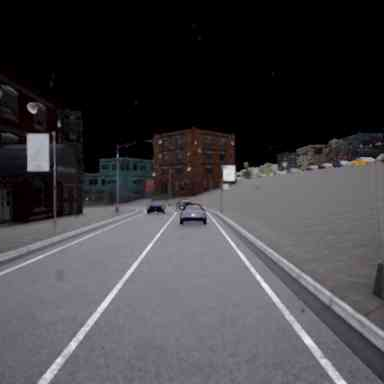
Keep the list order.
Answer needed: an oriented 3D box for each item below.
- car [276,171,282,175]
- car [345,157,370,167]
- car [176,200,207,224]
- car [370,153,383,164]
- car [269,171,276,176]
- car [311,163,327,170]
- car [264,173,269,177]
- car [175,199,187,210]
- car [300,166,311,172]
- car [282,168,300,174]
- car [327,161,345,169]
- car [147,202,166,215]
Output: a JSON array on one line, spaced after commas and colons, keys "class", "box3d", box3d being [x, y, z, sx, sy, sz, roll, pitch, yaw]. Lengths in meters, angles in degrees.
[{"class": "car", "box3d": [21.386, -4.167, 76.106, 2.002, 1.452, 4.674, 0, 1, -1]}, {"class": "car", "box3d": [22.452, -3.749, 43.079, 2.097, 1.535, 5.008, 0, 1, -4]}, {"class": "car", "box3d": [0.095, 1.582, 25.211, 1.994, 1.385, 4.181, 0, 0, 0]}, {"class": "car", "box3d": [22.920, -3.775, 37.573, 2.185, 1.767, 4.553, 0, 1, -5]}, {"class": "car", "box3d": [21.263, -4.396, 81.779, 2.185, 1.767, 4.553, 0, 1, -1]}, {"class": "car", "box3d": [21.868, -3.942, 54.158, 2.231, 1.521, 4.892, 0, 1, -1]}, {"class": "car", "box3d": [21.144, -4.454, 87.298, 2.185, 1.767, 4.553, 0, 1, -1]}, {"class": "car", "box3d": [-1.215, 1.774, 46.274, 1.837, 1.490, 4.892, 0, -1, -11]}, {"class": "car", "box3d": [21.741, -4.018, 59.675, 2.231, 1.521, 4.892, 0, 1, -1]}, {"class": "car", "box3d": [21.504, -4.271, 70.612, 2.185, 1.767, 4.553, 0, 1, -1]}, {"class": "car", "box3d": [22.101, -3.808, 48.616, 2.002, 1.452, 4.674, 0, 1, -2]}, {"class": "car", "box3d": [-3.749, 1.707, 35.505, 1.895, 1.301, 4.718, 0, -1, -2]}]
